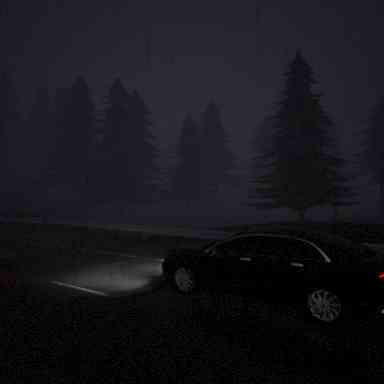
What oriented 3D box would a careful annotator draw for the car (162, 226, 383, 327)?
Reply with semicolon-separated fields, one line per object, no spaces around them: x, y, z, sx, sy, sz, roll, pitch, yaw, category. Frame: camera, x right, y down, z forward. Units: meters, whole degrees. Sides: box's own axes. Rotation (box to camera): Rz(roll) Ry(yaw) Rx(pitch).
1.556;1.495;7.043;4.892;1.490;1.837;0;0;35;car
